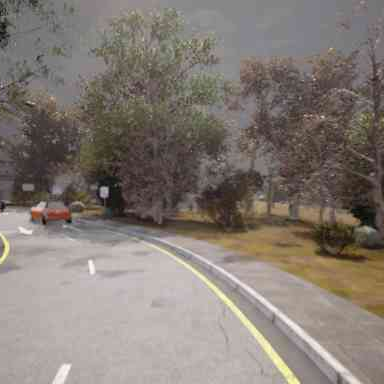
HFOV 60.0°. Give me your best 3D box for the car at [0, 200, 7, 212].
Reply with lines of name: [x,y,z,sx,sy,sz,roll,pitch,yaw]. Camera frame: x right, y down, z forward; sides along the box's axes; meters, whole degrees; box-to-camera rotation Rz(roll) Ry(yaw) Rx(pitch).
car: [-21.279,1.327,34.510,4.902,1.511,2.128,1,0,31]

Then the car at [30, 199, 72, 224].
car: [-10.919,1.403,25.558,2.097,1.767,4.553,0,1,-38]
